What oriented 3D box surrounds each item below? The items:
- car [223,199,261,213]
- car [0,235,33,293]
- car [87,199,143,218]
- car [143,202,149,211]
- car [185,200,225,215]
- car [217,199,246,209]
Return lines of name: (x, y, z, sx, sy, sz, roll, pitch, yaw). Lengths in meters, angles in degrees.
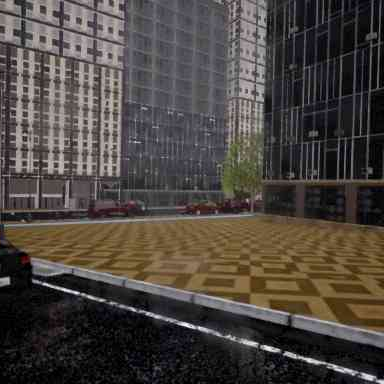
car: (6.011, 1.782, 43.136, 5.009, 1.841, 2.192, 1, 1, -34)
car: (-5.443, 1.523, 7.558, 4.674, 1.442, 1.812, 0, 0, 35)
car: (-8.012, 1.645, 33.516, 5.009, 1.841, 2.192, 1, 1, -34)
car: (-7.798, 1.720, 43.224, 4.403, 1.369, 2.008, 1, 1, -34)
car: (1.332, 1.966, 39.934, 4.507, 1.381, 1.887, 1, 1, -34)
car: (6.226, 1.873, 52.845, 4.313, 1.339, 1.947, 1, 1, -34)
